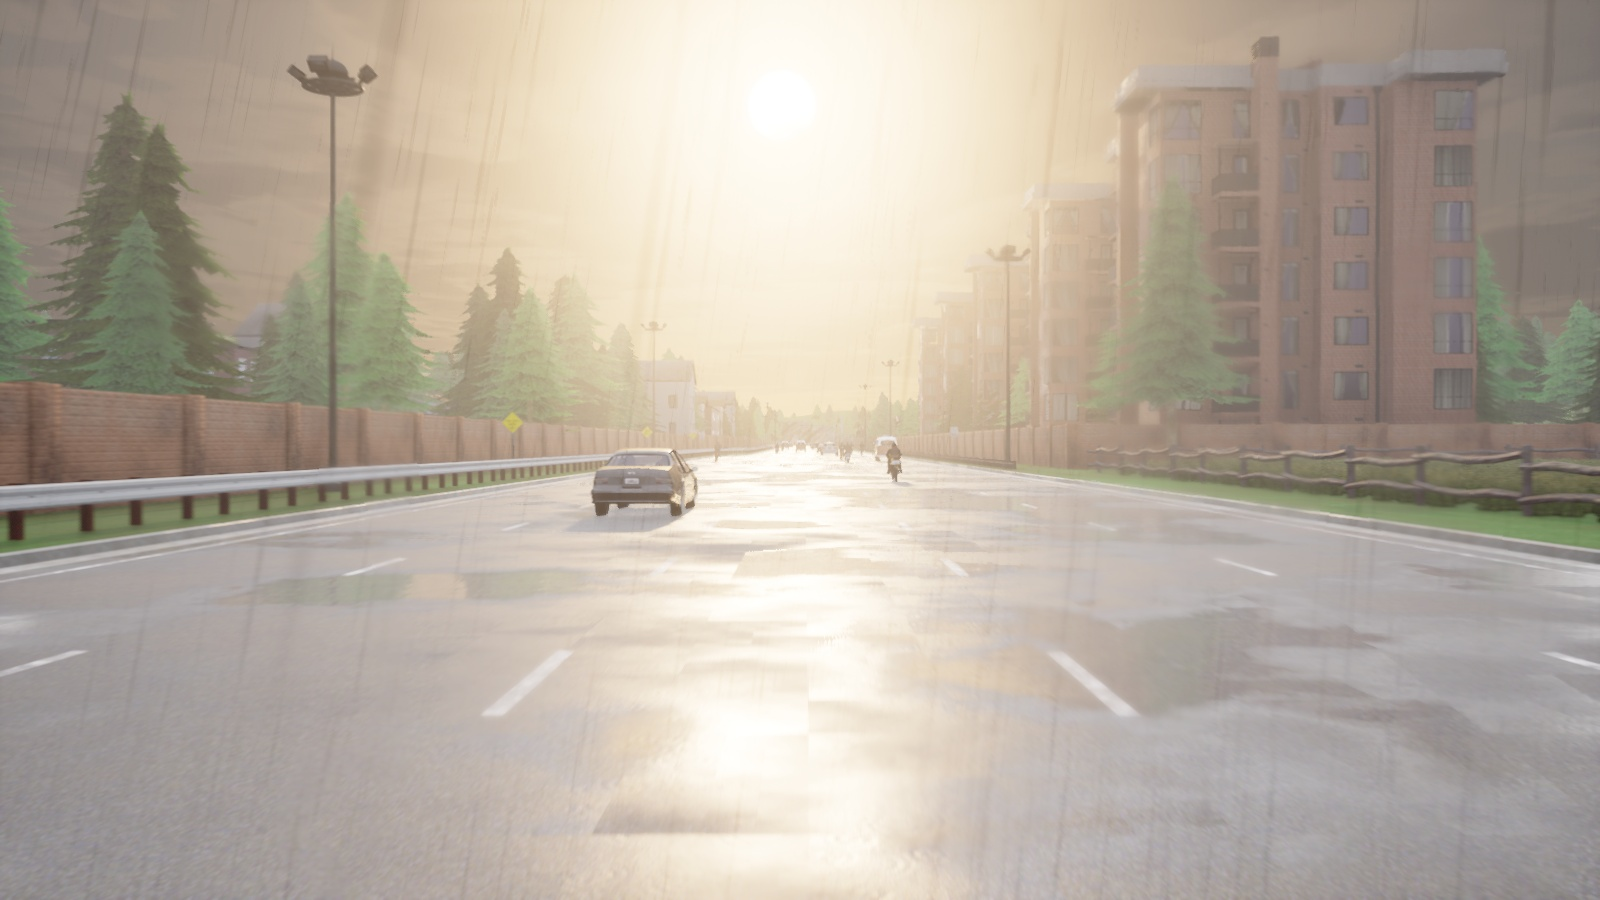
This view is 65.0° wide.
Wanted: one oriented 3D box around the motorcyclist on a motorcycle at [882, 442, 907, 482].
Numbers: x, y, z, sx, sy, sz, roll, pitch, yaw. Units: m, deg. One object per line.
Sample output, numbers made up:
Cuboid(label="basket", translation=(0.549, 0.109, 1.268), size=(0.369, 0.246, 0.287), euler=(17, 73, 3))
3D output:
Cuboid(label="motorcyclist on a motorcycle", translation=(3.680, 0.465, 48.931), size=(0.797, 1.523, 2.044), euler=(0, 0, 0))

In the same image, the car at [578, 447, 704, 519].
Cuboid(label="car", translation=(-3.330, 0.642, 27.339), size=(2.033, 1.411, 5.357), euler=(0, 0, 0))
